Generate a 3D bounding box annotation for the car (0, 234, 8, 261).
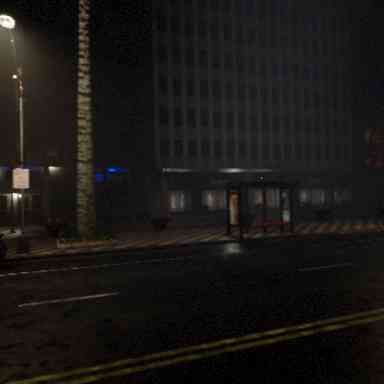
[{"bbox_3d":[-8.569,1.830,10.442,4.892,1.521,2.231,-1,-1,-21],"label":"car"}]
